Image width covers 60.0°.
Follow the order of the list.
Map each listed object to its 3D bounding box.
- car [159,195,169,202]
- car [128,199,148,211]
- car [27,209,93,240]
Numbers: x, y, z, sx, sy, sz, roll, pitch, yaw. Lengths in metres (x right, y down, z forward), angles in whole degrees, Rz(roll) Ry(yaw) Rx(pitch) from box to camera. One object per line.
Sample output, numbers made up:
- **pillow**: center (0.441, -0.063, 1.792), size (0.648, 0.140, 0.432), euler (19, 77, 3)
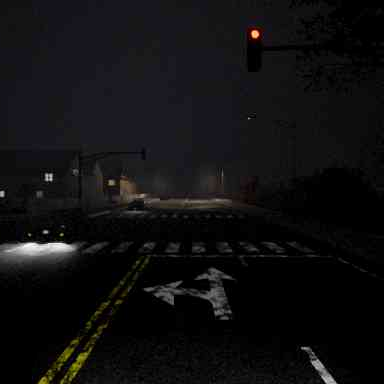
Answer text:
- **car**: center (-6.344, 1.440, 75.898), size (1.812, 1.442, 4.674), euler (0, 0, 0)
- **car**: center (-6.425, 1.540, 40.233), size (2.033, 1.411, 5.357), euler (0, 0, 0)
- **car**: center (-6.462, 1.568, 16.676), size (1.994, 1.385, 4.181), euler (0, 0, 0)
